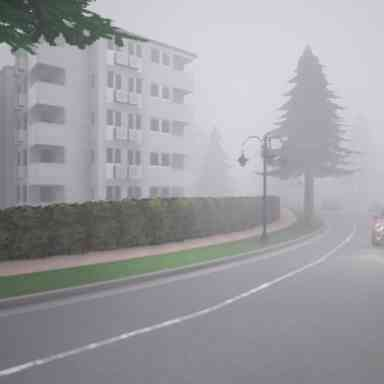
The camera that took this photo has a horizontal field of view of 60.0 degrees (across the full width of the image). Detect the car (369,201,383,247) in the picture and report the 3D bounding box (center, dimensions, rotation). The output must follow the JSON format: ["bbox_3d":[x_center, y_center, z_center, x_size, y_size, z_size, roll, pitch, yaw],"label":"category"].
[{"bbox_3d":[9.477,1.479,15.151,2.097,1.767,4.553,0,0,31],"label":"car"}]

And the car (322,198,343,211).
[{"bbox_3d":[19.818,1.696,47.023,2.097,1.767,4.553,0,0,11],"label":"car"}]

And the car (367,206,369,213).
[{"bbox_3d":[21.746,1.803,38.311,2.128,1.511,4.902,0,0,13],"label":"car"}]
